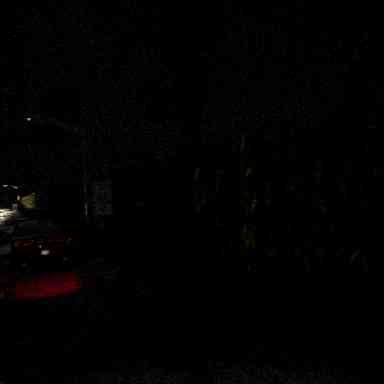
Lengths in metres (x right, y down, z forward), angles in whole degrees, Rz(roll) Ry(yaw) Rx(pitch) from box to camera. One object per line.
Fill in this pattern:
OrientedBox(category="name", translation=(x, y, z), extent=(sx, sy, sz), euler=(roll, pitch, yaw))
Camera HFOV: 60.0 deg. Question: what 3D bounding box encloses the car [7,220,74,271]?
OrientedBox(category="car", translation=(-5.725, 1.775, 12.454), extent=(1.882, 1.535, 5.008), euler=(-3, 0, -29))
